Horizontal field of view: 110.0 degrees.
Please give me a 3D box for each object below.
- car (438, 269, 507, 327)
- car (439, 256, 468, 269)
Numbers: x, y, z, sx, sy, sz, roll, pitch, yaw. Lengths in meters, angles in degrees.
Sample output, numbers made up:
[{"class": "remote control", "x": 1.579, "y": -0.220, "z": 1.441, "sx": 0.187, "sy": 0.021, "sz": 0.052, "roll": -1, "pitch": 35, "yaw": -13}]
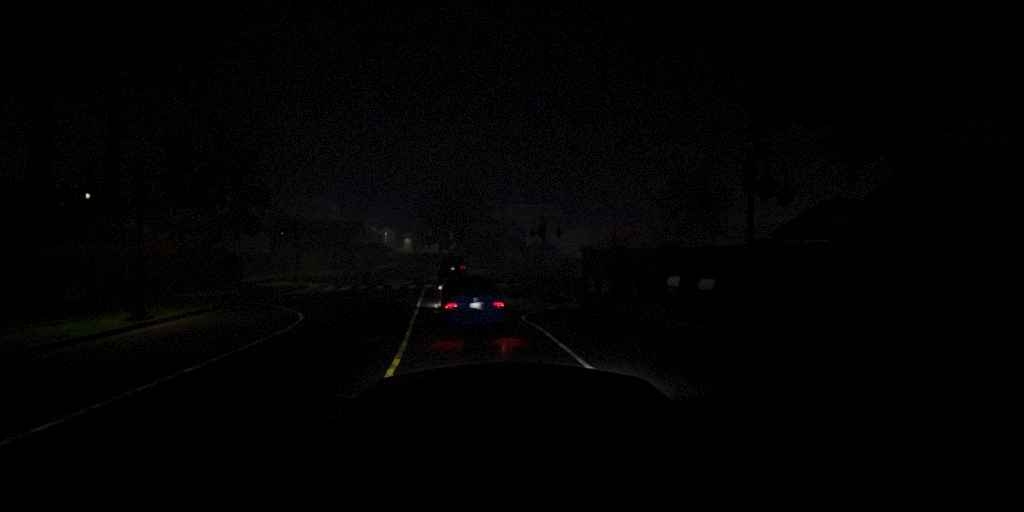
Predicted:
[{"class": "car", "x": -1.385, "y": 1.318, "z": 11.655, "sx": 2.033, "sy": 1.411, "sz": 5.357, "roll": 0, "pitch": 0, "yaw": -10}, {"class": "car", "x": -4.762, "y": 1.042, "z": 29.076, "sx": 2.150, "sy": 2.045, "sz": 5.566, "roll": 0, "pitch": 0, "yaw": -8}]
